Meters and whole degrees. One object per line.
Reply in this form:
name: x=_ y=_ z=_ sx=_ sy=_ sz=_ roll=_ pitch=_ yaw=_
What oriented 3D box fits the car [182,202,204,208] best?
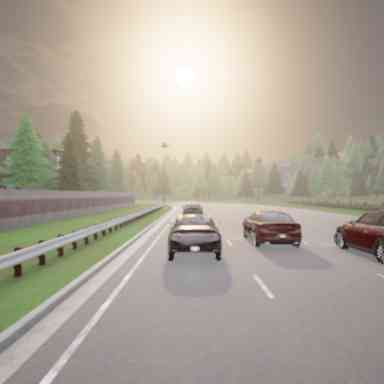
car: x=0.086 y=1.753 z=31.731 sx=1.837 sy=1.490 sz=4.892 roll=0 pitch=0 yaw=0

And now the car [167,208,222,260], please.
car: x=0.093 y=1.593 z=12.918 sx=2.128 sy=1.511 sz=4.902 roll=0 pitch=0 yaw=0

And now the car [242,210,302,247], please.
car: x=3.593 y=1.600 z=15.657 sx=1.882 sy=1.535 sz=5.008 roll=0 pitch=0 yaw=0

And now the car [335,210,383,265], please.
car: x=7.094 y=1.447 z=12.216 sx=2.097 sy=1.767 sz=4.553 roll=0 pitch=-1 yaw=0
